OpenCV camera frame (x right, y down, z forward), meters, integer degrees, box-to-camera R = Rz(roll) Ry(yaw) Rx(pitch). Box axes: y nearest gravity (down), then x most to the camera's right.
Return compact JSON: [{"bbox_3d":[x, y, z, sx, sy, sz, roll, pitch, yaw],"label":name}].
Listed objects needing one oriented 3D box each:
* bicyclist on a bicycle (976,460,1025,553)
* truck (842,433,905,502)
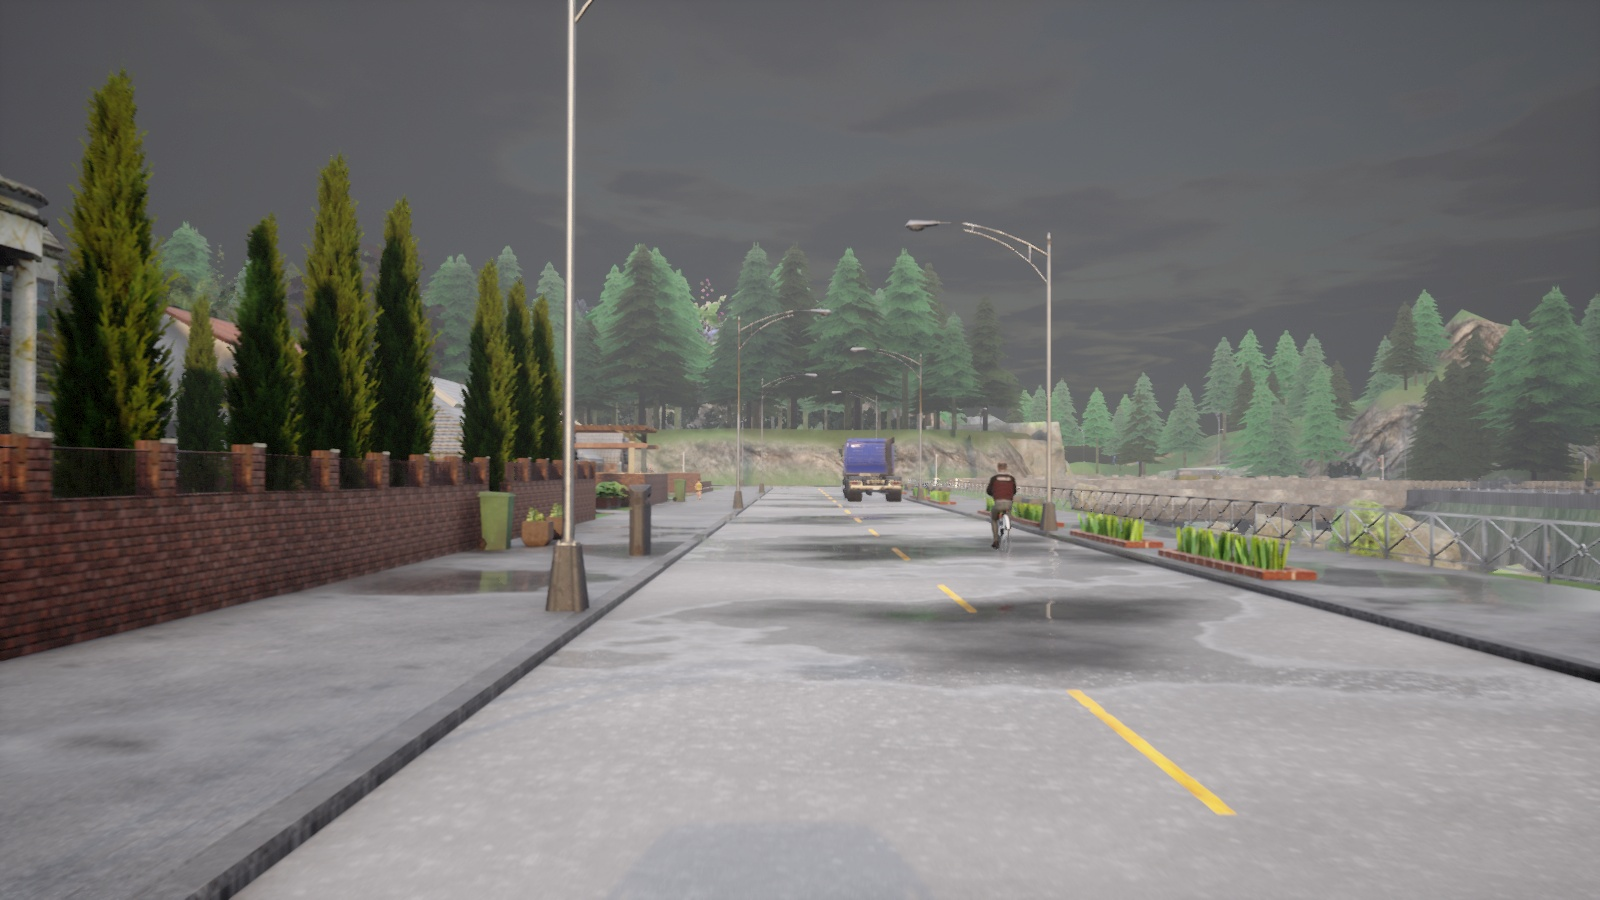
[{"bbox_3d":[3.942,1.084,24.779,0.659,1.776,1.843,0,-1,0],"label":"bicyclist on a bicycle"},{"bbox_3d":[3.837,0.950,67.656,2.891,3.462,7.936,0,-1,0],"label":"truck"}]
